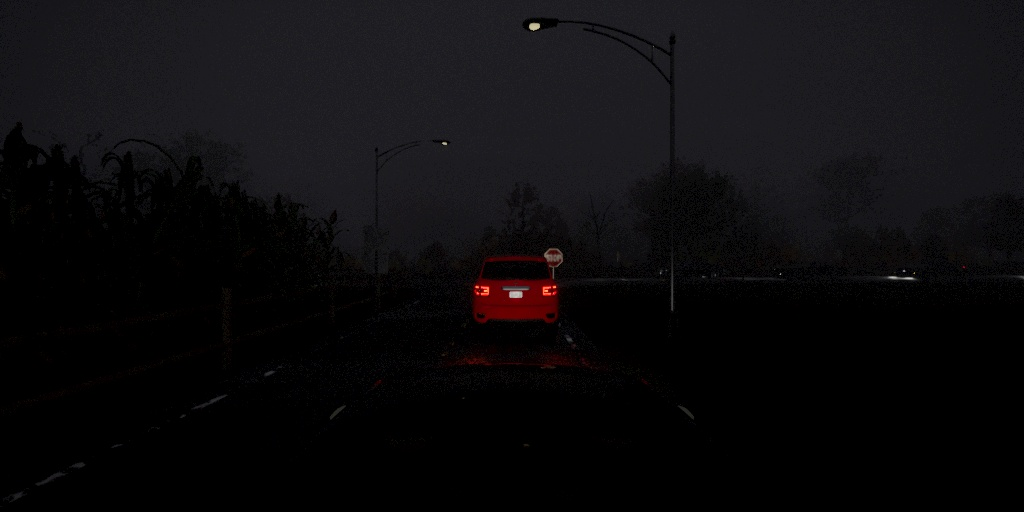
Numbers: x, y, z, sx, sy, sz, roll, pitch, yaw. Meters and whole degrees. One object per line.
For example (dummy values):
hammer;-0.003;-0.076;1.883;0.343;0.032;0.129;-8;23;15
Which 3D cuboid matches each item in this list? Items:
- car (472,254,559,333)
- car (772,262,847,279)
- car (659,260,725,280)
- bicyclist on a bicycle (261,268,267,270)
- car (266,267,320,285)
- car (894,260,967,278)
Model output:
car;0.093;0.970;10.822;2.150;2.045;5.566;0;0;0
car;23.874;1.127;28.911;4.718;1.301;1.895;0;0;1
car;14.495;1.097;29.017;4.902;1.511;2.128;0;0;1
bicyclist on a bicycle;-22.479;1.343;32.454;0.582;1.620;1.656;0;0;1
car;-17.188;1.421;26.423;5.357;1.411;2.033;0;0;1
car;33.509;1.006;28.796;4.181;1.385;1.994;-1;0;1
